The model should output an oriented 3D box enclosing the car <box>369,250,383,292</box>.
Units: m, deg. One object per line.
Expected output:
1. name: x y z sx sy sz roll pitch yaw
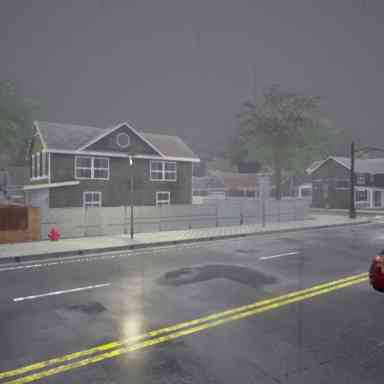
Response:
1. car: 5.925 1.563 7.662 4.181 1.385 1.994 0 0 -36
